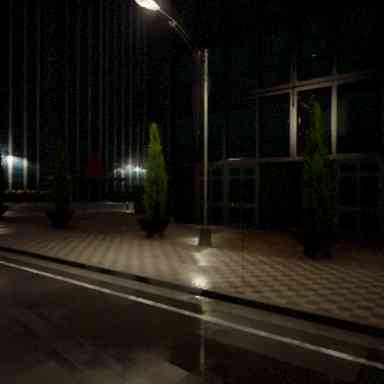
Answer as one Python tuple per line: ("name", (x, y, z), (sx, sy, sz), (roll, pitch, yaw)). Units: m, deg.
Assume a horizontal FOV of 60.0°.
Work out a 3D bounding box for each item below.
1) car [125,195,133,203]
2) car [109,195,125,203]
("car", (-8.933, 1.160, 59.452), (2.128, 1.511, 4.902), (1, 0, 36))
("car", (-12.489, 1.188, 60.452), (2.033, 1.411, 5.357), (1, 0, 36))
